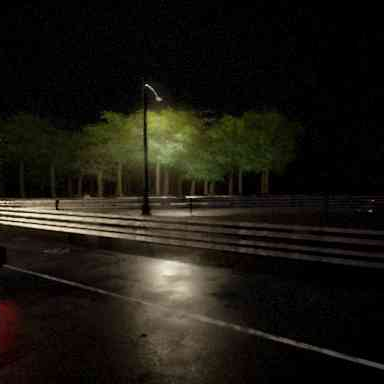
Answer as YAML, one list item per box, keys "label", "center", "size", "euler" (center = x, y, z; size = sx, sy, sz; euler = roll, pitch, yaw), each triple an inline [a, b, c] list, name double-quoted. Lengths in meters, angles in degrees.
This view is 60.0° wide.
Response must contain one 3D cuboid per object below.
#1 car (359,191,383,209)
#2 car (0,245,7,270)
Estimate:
- label: "car"
  center: [18.080, 0.668, 31.083]
  size: [4.553, 1.767, 2.097]
  euler: [-1, 0, -6]
- label: "car"
  center: [-7.004, 1.572, 8.947]
  size: [4.718, 1.301, 1.895]
  euler: [0, 0, 36]
